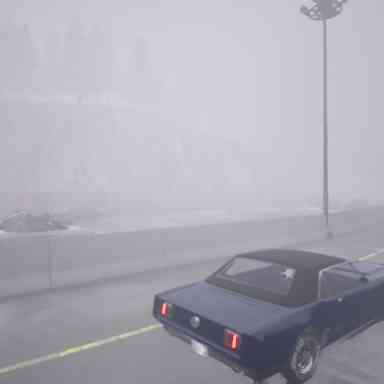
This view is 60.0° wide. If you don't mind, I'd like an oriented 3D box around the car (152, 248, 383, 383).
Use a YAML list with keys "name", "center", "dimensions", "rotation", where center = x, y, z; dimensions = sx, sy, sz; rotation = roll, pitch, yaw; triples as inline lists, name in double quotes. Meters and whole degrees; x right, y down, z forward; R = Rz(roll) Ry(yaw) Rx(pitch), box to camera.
- name: "car"
  center: [1.815, 1.617, 5.458]
  dimensions: [4.718, 1.301, 1.895]
  rotation: [0, 0, -39]

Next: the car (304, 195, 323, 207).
- name: "car"
  center: [19.898, 1.608, 52.135]
  dimensions: [2.128, 1.511, 4.902]
  rotation: [0, 0, 40]

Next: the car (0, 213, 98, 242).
- name: "car"
  center: [-6.318, 1.686, 12.586]
  dimensions: [4.718, 1.301, 1.895]
  rotation: [0, 0, -38]

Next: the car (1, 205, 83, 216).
- name: "car"
  center: [-8.089, 1.599, 15.682]
  dimensions: [4.902, 1.511, 2.128]
  rotation: [0, 0, -39]

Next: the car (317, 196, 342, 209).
- name: "car"
  center: [19.512, 1.620, 46.242]
  dimensions: [1.812, 1.442, 4.674]
  rotation: [0, 0, 40]

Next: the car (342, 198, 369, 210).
- name: "car"
  center: [21.516, 1.578, 43.191]
  dimensions: [1.837, 1.490, 4.892]
  rotation: [-1, -1, 40]

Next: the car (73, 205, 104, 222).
- name: "car"
  center: [-8.727, 1.672, 24.369]
  dimensions: [4.674, 1.442, 1.812]
  rotation: [0, 0, -44]
